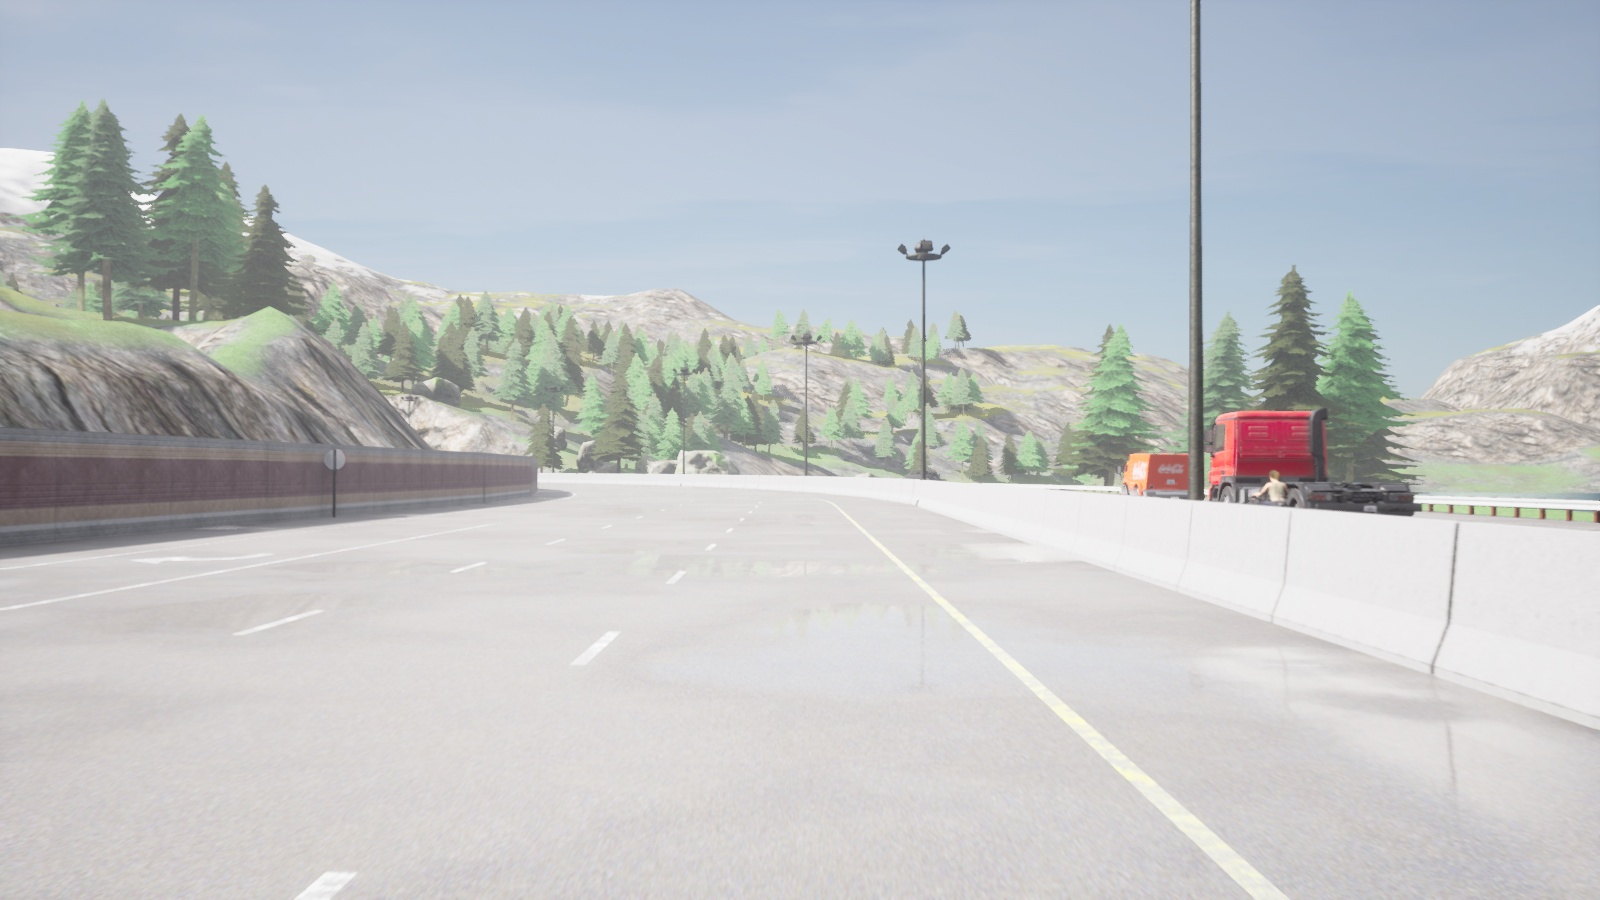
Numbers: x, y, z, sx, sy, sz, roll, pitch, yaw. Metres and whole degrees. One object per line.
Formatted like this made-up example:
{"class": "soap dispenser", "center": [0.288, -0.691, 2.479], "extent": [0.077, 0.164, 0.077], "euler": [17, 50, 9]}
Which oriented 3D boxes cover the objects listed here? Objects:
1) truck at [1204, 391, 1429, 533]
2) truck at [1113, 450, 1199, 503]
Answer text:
{"class": "truck", "center": [13.913, 0.358, 34.700], "extent": [2.891, 3.462, 7.936], "euler": [0, -1, 0]}
{"class": "truck", "center": [17.305, 1.287, 61.410], "extent": [2.627, 2.467, 5.204], "euler": [0, -1, -1]}
